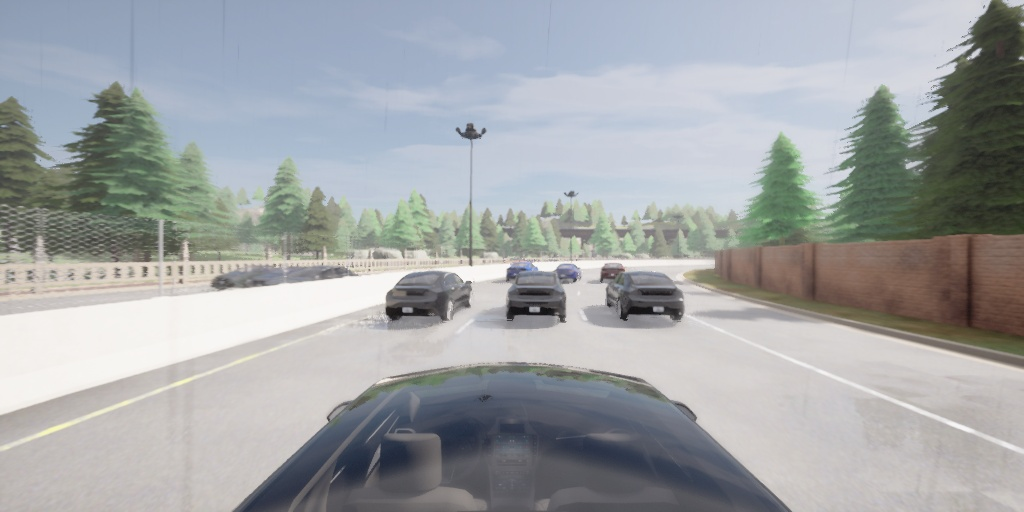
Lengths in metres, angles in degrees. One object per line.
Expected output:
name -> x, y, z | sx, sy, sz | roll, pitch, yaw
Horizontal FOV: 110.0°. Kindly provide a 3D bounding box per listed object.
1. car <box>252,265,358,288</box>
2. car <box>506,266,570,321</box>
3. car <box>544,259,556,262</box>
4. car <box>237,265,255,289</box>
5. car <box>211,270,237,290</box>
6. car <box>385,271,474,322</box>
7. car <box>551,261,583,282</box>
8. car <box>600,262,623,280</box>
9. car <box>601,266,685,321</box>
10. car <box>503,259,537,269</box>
car -> -9.219, 1.225, 16.924 | 1.837, 1.490, 4.892 | 0, 0, 9
car -> 0.925, 1.258, 12.473 | 1.837, 1.490, 4.892 | 0, 0, 7
car -> 6.109, 1.274, 57.054 | 1.837, 1.490, 4.892 | 0, 0, 33
car -> -12.272, 1.274, 19.842 | 1.994, 1.385, 4.181 | 0, 0, 10
car -> -15.489, 1.263, 21.622 | 1.994, 1.385, 4.181 | 0, 0, 11
car -> -2.609, 1.247, 12.324 | 1.837, 1.490, 4.892 | 0, 0, 7
car -> 4.460, 1.290, 28.741 | 1.812, 1.442, 4.674 | 0, 0, 17
car -> 8.314, 1.255, 29.252 | 1.882, 1.535, 5.008 | 0, 0, 18
car -> 4.467, 1.270, 12.603 | 1.837, 1.490, 4.892 | 0, 0, 7
car -> 0.959, 1.231, 29.242 | 1.882, 1.535, 5.008 | 0, 0, 16
